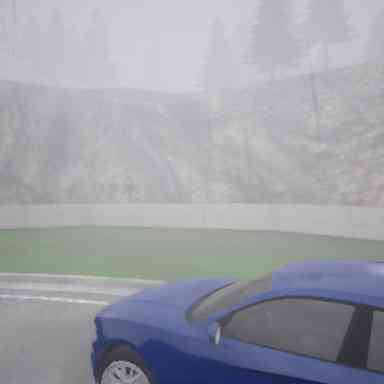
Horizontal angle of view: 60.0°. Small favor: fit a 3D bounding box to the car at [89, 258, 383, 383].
[{"bbox_3d":[1.237,1.372,2.940,5.008,1.535,1.882,0,1,33],"label":"car"}]
